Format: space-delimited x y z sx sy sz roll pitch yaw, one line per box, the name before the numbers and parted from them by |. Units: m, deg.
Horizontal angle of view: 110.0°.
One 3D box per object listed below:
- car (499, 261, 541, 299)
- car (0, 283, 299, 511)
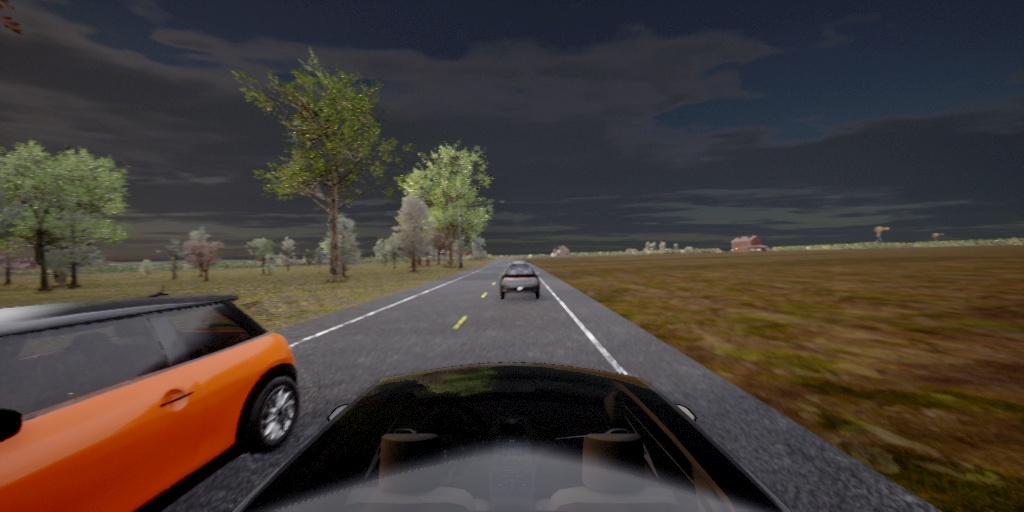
car | 0.396 1.190 17.862 2.128 1.511 4.902 -1 0 1
car | -3.523 1.159 2.183 2.097 1.767 4.553 -1 0 1
